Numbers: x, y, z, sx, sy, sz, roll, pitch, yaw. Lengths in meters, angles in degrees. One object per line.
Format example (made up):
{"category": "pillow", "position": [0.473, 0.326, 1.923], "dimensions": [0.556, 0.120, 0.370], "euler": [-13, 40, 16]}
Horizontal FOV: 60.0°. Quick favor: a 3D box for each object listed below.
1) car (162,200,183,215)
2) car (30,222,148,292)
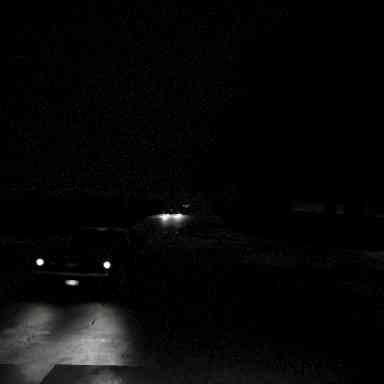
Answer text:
{"category": "car", "position": [-1.990, 1.589, 34.590], "dimensions": [1.994, 1.385, 4.181], "euler": [0, 0, 1]}
{"category": "car", "position": [-2.494, 1.592, 9.255], "dimensions": [1.895, 1.301, 4.718], "euler": [2, 1, 1]}
